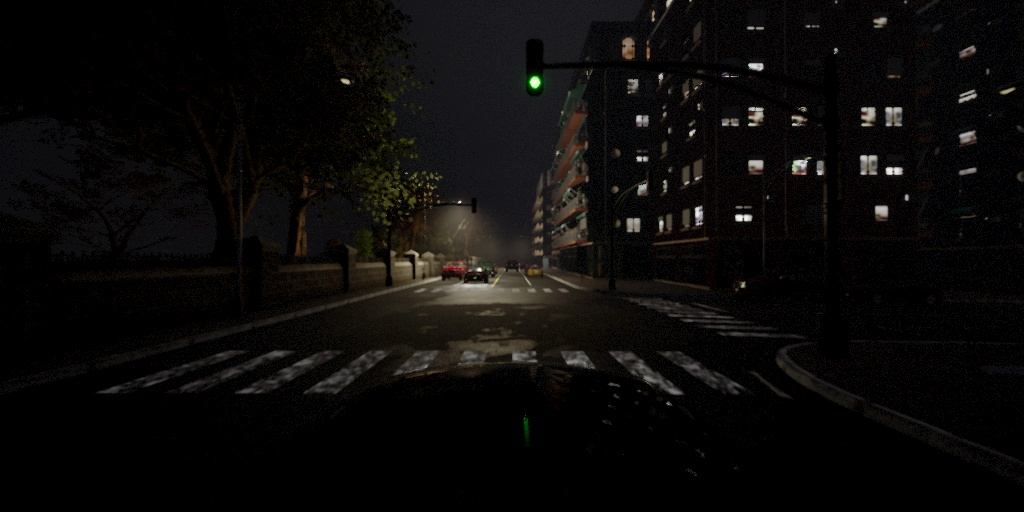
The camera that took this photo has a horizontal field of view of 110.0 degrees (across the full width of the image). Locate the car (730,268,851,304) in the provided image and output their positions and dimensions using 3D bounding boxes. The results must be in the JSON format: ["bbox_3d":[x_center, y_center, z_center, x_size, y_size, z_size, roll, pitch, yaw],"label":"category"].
[{"bbox_3d":[14.599,1.547,19.297,5.009,1.841,2.192,0,0,0],"label":"car"}]

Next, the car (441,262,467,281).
[{"bbox_3d":[-5.688,1.475,35.885,2.192,1.841,5.009,0,0,0],"label":"car"}]

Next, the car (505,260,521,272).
[{"bbox_3d":[0.004,1.694,60.825,2.150,2.045,5.566,0,-1,0],"label":"car"}]

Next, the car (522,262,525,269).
[{"bbox_3d":[2.693,1.843,46.954,1.888,1.381,4.507,0,0,0],"label":"car"}]

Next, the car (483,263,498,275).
[{"bbox_3d":[-3.085,1.844,52.367,1.882,1.535,5.008,0,-1,0],"label":"car"}]

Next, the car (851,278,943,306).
[{"bbox_3d":[20.294,1.880,19.313,4.507,1.381,1.888,0,0,0],"label":"car"}]

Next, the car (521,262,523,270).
[{"bbox_3d":[2.693,1.918,52.490,2.007,1.370,4.403,0,0,0],"label":"car"}]

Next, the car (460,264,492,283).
[{"bbox_3d":[-3.099,1.675,31.868,1.994,1.385,4.181,0,-1,0],"label":"car"}]

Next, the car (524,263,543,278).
[{"bbox_3d":[2.692,1.754,41.590,1.751,1.417,4.829,0,0,0],"label":"car"}]

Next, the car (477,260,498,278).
[{"bbox_3d":[-3.099,1.459,42.017,2.150,2.045,5.566,0,-1,0],"label":"car"}]
